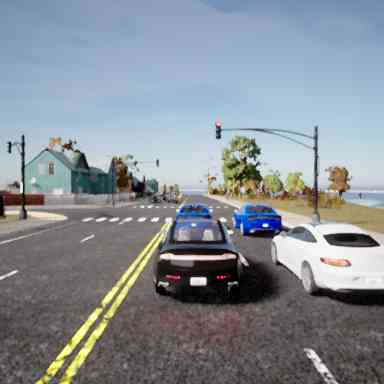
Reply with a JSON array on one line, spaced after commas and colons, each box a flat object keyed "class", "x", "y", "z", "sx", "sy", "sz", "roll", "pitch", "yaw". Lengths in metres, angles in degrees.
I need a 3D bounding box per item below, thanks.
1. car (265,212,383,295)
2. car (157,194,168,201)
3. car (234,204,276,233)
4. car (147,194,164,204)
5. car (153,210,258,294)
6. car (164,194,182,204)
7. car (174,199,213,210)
[{"class": "car", "x": 3.363, "y": 1.474, "z": 8.457, "sx": 1.812, "sy": 1.442, "sz": 4.674, "roll": 0, "pitch": 0, "yaw": 0}, {"class": "car", "x": -6.350, "y": 1.124, "z": 72.177, "sx": 1.837, "sy": 1.490, "sz": 4.892, "roll": 0, "pitch": 0, "yaw": 0}, {"class": "car", "x": 3.386, "y": 1.370, "z": 17.794, "sx": 1.882, "sy": 1.535, "sz": 5.008, "roll": 0, "pitch": 0, "yaw": 0}, {"class": "car", "x": -6.445, "y": 1.197, "z": 56.993, "sx": 1.837, "sy": 1.490, "sz": 4.892, "roll": 0, "pitch": 0, "yaw": 1}, {"class": "car", "x": 0.119, "y": 1.438, "z": 8.625, "sx": 2.128, "sy": 1.511, "sz": 4.902, "roll": 0, "pitch": 0, "yaw": 0}, {"class": "car", "x": -3.197, "y": 1.239, "z": 56.949, "sx": 2.033, "sy": 1.411, "sz": 5.357, "roll": 0, "pitch": 0, "yaw": 1}, {"class": "car", "x": 0.128, "y": 1.368, "z": 18.120, "sx": 1.882, "sy": 1.535, "sz": 5.008, "roll": 0, "pitch": 0, "yaw": 1}]
